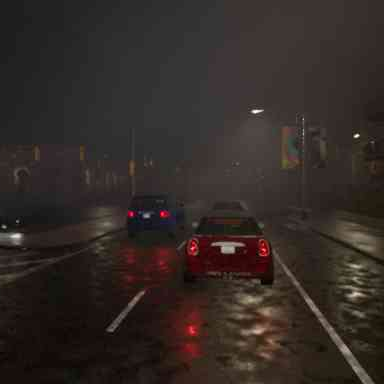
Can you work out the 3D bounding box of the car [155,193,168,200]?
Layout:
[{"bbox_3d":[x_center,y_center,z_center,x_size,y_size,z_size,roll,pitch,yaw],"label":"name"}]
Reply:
[{"bbox_3d":[-6.922,1.049,75.855,2.128,1.511,4.902,0,0,6],"label":"car"}]

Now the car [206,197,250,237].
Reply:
[{"bbox_3d":[1.957,1.235,18.196,2.097,1.767,4.553,0,0,6],"label":"car"}]

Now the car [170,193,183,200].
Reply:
[{"bbox_3d":[-3.442,1.049,75.488,2.128,1.511,4.902,0,0,6],"label":"car"}]

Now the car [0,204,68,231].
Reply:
[{"bbox_3d":[-9.523,1.425,20.074,2.033,1.411,5.357,0,0,7],"label":"car"}]

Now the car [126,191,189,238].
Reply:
[{"bbox_3d":[-1.678,1.114,17.087,2.150,2.045,5.566,0,0,6],"label":"car"}]

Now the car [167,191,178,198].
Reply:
[{"bbox_3d":[-5.236,0.651,91.270,2.150,2.045,5.566,0,0,6],"label":"car"}]

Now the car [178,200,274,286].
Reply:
[{"bbox_3d":[1.026,1.290,9.510,2.097,1.767,4.553,0,0,6],"label":"car"}]
